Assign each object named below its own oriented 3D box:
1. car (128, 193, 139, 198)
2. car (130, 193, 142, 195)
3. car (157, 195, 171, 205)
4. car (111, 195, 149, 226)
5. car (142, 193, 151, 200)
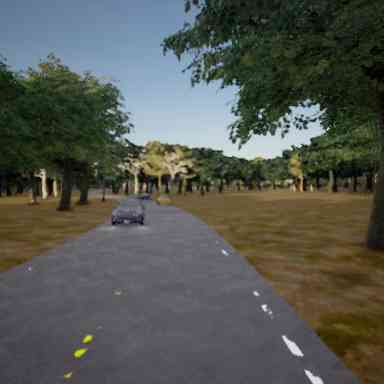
[{"bbox_3d":[-15.523,0.948,88.115,1.895,1.301,4.718,-1,1,-21],"label":"car"},{"bbox_3d":[-11.215,1.241,63.496,1.837,1.490,4.892,0,0,-14],"label":"car"},{"bbox_3d":[-4.583,1.219,53.059,1.801,1.575,5.366,0,0,-12],"label":"car"},{"bbox_3d":[-4.279,1.278,22.961,2.097,1.767,4.553,0,0,-5],"label":"car"},{"bbox_3d":[-10.036,1.005,71.027,1.882,1.535,5.008,-1,1,-16],"label":"car"}]
